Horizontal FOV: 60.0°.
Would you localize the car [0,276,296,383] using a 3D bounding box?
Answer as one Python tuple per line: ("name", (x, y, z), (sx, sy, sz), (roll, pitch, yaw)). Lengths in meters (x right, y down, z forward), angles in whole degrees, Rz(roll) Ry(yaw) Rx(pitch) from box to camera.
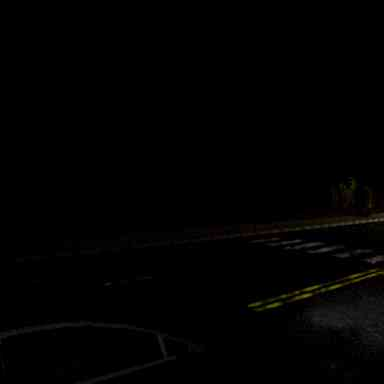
("car", (-1.192, 1.492, 2.621), (4.902, 1.511, 2.128), (0, 0, -36))
